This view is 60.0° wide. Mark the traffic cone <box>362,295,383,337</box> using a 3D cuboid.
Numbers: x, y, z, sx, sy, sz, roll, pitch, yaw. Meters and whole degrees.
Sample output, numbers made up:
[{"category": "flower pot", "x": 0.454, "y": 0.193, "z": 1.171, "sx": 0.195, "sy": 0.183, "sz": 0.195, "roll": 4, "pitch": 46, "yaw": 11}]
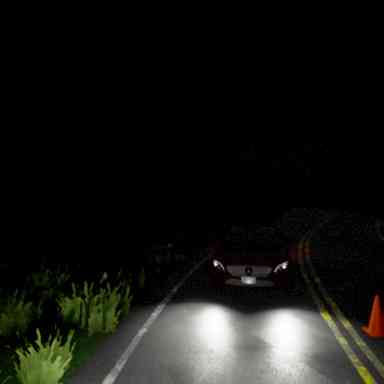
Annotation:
[{"category": "traffic cone", "x": 2.930, "y": 1.929, "z": 5.252, "sx": 0.340, "sy": 0.580, "sz": 0.340, "roll": -1, "pitch": 1, "yaw": -1}]

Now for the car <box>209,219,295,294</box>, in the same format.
[{"category": "car", "x": 1.677, "y": 1.513, "z": 9.013, "sx": 1.812, "sy": 1.442, "sz": 4.674, "roll": -1, "pitch": 0, "yaw": 13}]
